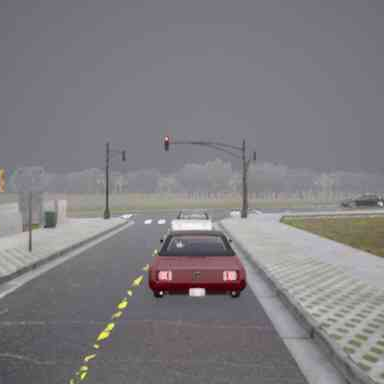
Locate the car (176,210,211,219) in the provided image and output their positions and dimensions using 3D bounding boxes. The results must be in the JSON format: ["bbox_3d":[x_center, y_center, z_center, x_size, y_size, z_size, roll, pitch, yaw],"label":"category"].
[{"bbox_3d":[0.100,1.602,17.622,1.895,1.301,4.718,0,0,3],"label":"car"}]

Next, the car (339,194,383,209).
[{"bbox_3d":[18.688,0.998,36.390,4.892,1.490,1.837,-2,-1,2],"label":"car"}]

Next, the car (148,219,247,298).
[{"bbox_3d":[0.101,1.596,8.463,1.895,1.301,4.718,0,0,0],"label":"car"}]
